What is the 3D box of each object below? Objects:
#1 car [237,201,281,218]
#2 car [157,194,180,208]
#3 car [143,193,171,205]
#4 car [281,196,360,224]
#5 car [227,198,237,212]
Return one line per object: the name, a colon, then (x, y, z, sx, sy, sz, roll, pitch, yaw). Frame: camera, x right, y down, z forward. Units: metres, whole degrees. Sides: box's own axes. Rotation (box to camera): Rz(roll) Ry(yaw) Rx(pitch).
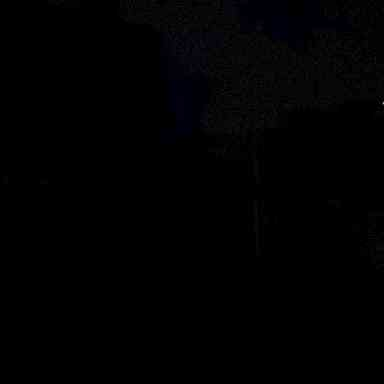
car: (6.284, 1.420, 28.610, 1.947, 1.339, 4.313, -1, 1, -35)
car: (-3.118, 1.249, 41.810, 1.802, 1.307, 4.206, -1, 1, -35)
car: (-5.261, 0.998, 49.253, 1.882, 1.535, 5.008, -2, 1, -35)
car: (9.416, 1.234, 24.205, 2.192, 1.841, 5.009, -1, 1, -35)
car: (3.149, 1.230, 33.007, 1.967, 1.590, 4.097, -1, 1, -35)
